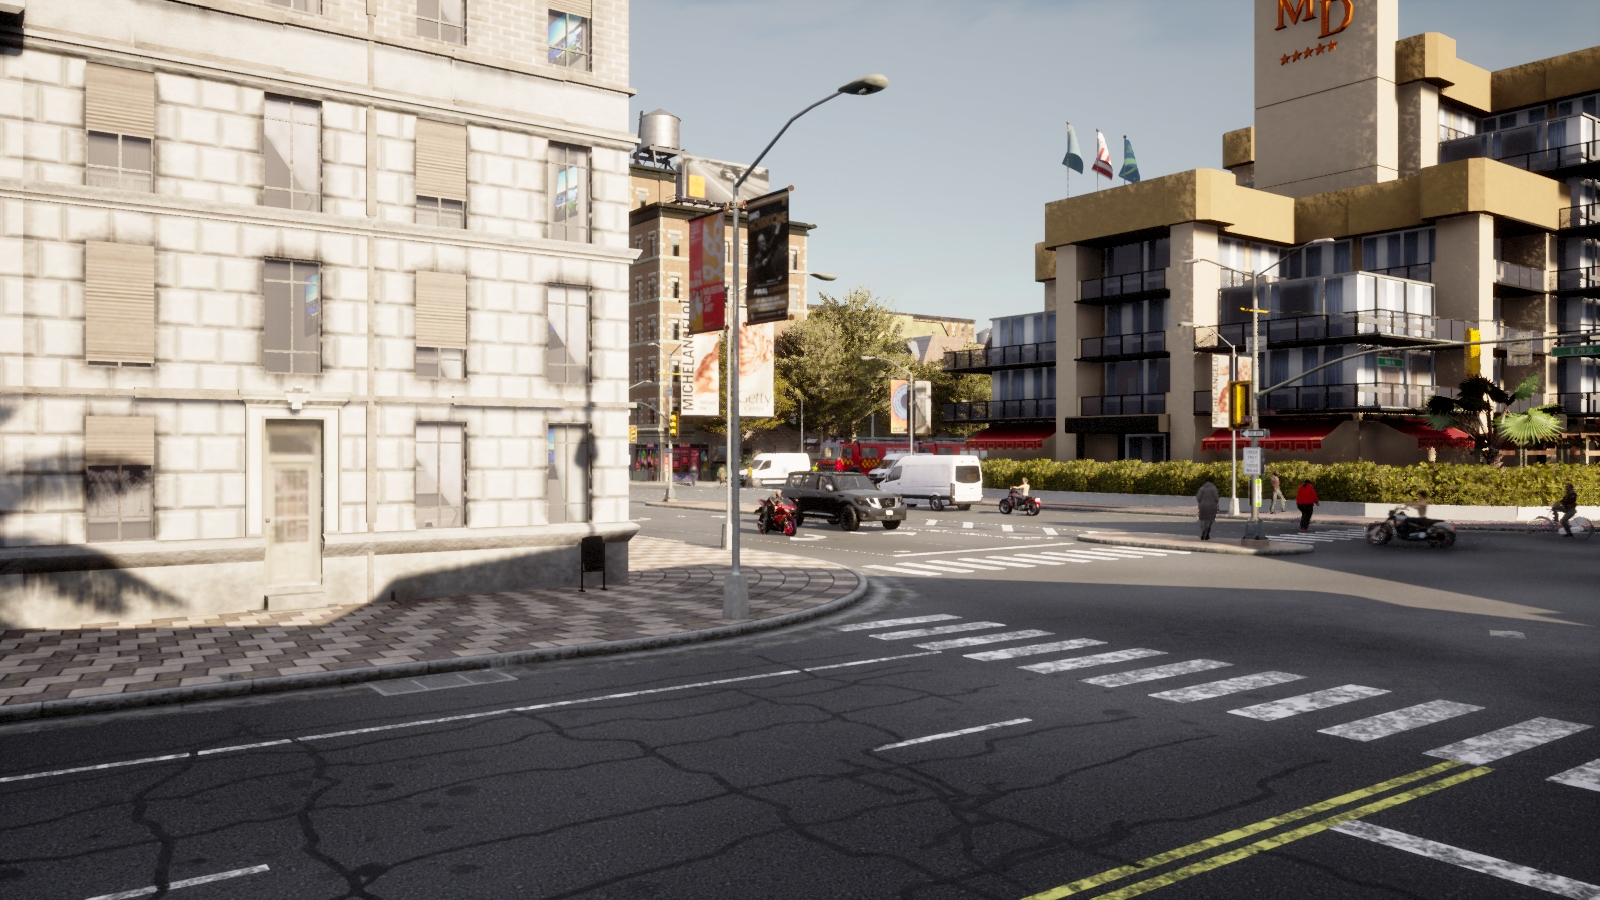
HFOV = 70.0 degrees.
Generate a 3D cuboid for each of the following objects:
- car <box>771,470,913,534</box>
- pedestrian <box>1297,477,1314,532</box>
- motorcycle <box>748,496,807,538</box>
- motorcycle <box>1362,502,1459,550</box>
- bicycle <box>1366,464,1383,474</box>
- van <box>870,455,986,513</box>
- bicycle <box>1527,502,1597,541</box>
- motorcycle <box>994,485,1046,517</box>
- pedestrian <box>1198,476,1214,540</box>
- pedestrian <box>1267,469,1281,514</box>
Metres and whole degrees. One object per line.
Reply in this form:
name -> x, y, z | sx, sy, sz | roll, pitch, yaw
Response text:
car -> 1.410, 1.779, 41.176 | 2.150, 2.045, 5.566 | 0, 0, -35
pedestrian -> 17.212, 1.848, 38.899 | 0.375, 1.860, 0.375 | 0, 0, -36
motorcycle -> -0.756, 2.205, 37.717 | 0.867, 1.251, 2.209 | 0, 0, -36
motorcycle -> 17.520, 2.170, 32.815 | 2.356, 1.277, 0.764 | 0, -3, 40
bicycle -> 67.006, 2.210, 133.242 | 1.835, 1.171, 0.329 | 0, -1, -4
van -> 5.947, 1.534, 54.072 | 1.988, 2.561, 5.915 | 0, 0, -36
bicycle -> 23.594, 2.210, 35.403 | 1.835, 1.171, 0.329 | 0, -1, 8
motorcycle -> 9.406, 2.170, 48.968 | 0.764, 1.277, 2.356 | 0, 0, -34
pedestrian -> 11.959, 1.704, 33.618 | 0.375, 1.860, 0.375 | 0, 0, 30
pedestrian -> 19.428, 1.696, 46.793 | 0.375, 1.860, 0.375 | 0, 0, -24
